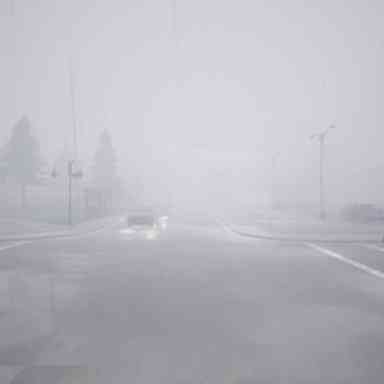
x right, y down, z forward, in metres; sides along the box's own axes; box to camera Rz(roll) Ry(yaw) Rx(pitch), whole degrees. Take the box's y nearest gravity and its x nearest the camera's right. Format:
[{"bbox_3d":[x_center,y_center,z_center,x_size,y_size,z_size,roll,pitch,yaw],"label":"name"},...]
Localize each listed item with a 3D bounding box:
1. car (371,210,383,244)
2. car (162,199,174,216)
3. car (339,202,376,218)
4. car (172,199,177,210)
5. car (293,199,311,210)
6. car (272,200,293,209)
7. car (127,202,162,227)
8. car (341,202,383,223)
[{"bbox_3d":[10.201,1.636,13.117,4.902,1.511,2.128,0,-1,2],"label":"car"},{"bbox_3d":[-3.698,1.950,39.315,2.128,1.511,4.902,0,-1,0],"label":"car"},{"bbox_3d":[16.918,1.794,34.235,1.970,1.475,3.806,0,-1,0],"label":"car"},{"bbox_3d":[-3.646,1.921,55.631,2.097,1.767,4.553,0,-1,0],"label":"car"},{"bbox_3d":[17.201,1.957,52.898,2.152,1.636,5.027,0,-1,0],"label":"car"},{"bbox_3d":[14.064,1.964,52.869,2.007,1.523,4.514,0,-1,0],"label":"car"},{"bbox_3d":[-3.669,1.773,25.402,1.882,1.535,5.008,0,0,0],"label":"car"},{"bbox_3d":[13.883,1.695,26.837,1.845,1.501,3.633,0,-1,0],"label":"car"}]
